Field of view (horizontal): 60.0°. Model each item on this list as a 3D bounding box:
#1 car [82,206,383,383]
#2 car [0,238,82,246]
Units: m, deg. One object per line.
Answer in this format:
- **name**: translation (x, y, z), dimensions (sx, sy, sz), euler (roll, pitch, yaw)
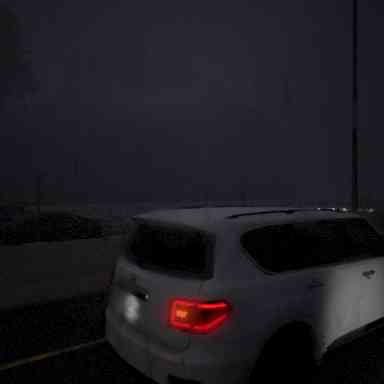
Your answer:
- **car**: translation (1.525, 1.232, 4.989), dimensions (5.566, 2.045, 2.150), euler (0, 0, -37)
- **car**: translation (-5.928, 1.515, 12.793), dimensions (4.892, 1.490, 1.837), euler (0, 0, -37)
